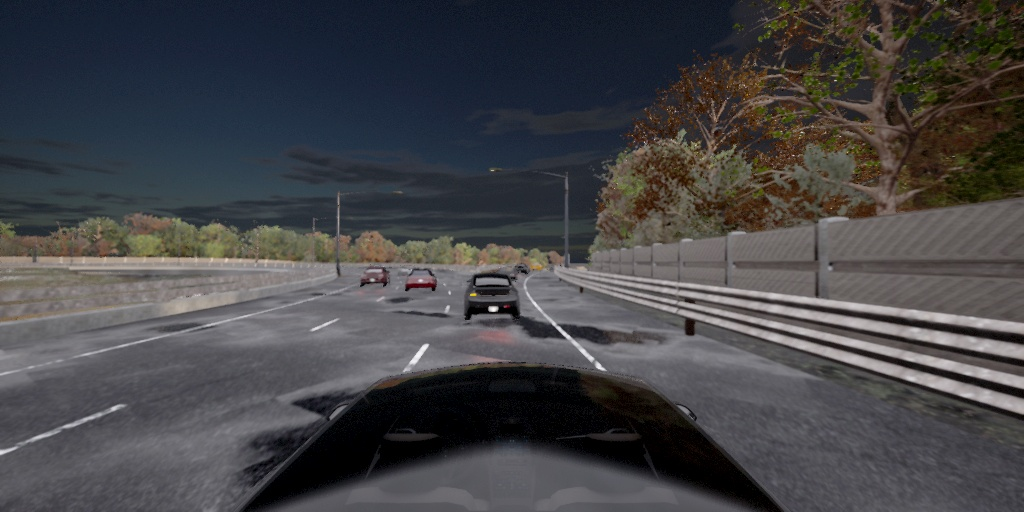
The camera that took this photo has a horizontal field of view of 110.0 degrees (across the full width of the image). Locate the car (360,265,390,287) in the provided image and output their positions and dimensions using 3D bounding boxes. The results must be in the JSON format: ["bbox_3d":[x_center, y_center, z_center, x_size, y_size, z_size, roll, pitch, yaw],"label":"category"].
[{"bbox_3d":[-10.664,1.598,28.120,1.812,1.442,4.674,0,-1,-14],"label":"car"}]

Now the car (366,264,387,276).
[{"bbox_3d":[-18.528,1.872,48.787,2.033,1.411,5.357,0,-1,-27],"label":"car"}]

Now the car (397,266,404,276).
[{"bbox_3d":[-13.840,1.901,47.079,1.895,1.301,4.718,0,-1,-25],"label":"car"}]

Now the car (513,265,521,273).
[{"bbox_3d":[-0.401,1.730,33.706,1.895,1.301,4.718,0,-1,4],"label":"car"}]

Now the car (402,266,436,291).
[{"bbox_3d":[-6.306,1.594,24.909,1.994,1.385,4.181,0,-1,-13],"label":"car"}]

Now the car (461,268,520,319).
[{"bbox_3d":[-0.831,1.398,13.537,1.837,1.490,4.892,0,0,-6],"label":"car"}]

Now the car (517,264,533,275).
[{"bbox_3d":[1.456,1.829,50.279,1.837,1.490,4.892,0,-1,9],"label":"car"}]
